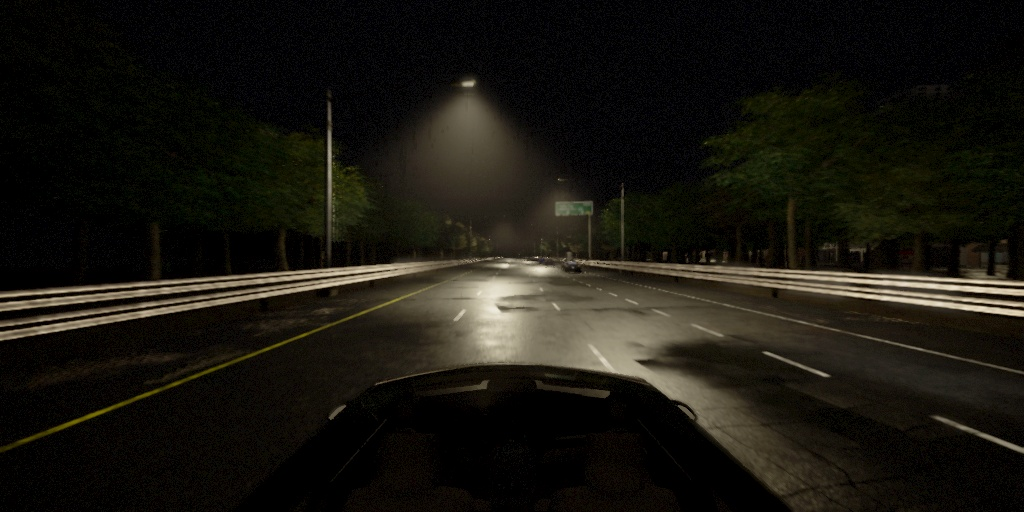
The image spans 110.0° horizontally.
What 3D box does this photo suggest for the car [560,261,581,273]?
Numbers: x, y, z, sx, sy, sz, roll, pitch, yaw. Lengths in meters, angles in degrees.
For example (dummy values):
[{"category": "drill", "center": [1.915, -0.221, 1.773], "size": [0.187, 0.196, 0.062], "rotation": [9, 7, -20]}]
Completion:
[{"category": "car", "center": [7.079, 1.314, 43.495], "size": [1.994, 1.385, 4.181], "rotation": [0, 0, 0]}]
